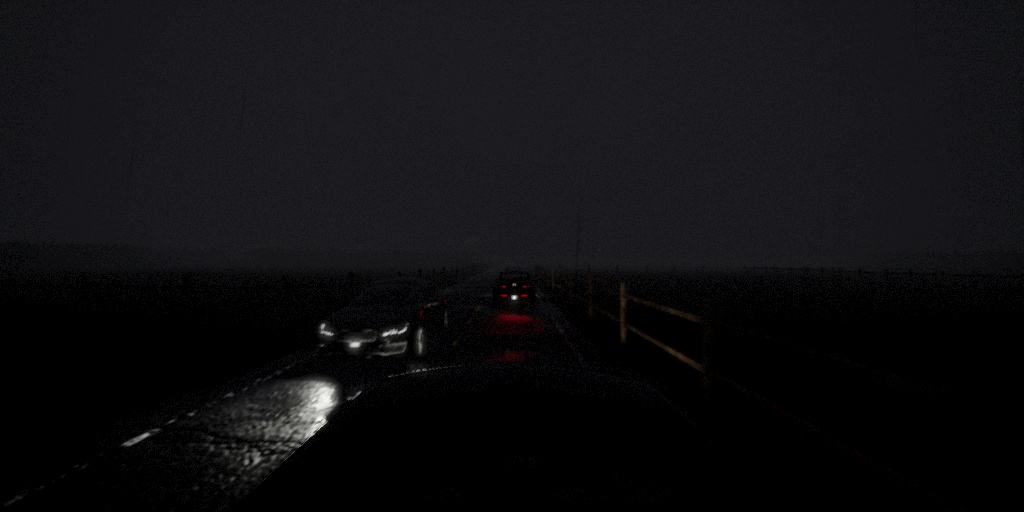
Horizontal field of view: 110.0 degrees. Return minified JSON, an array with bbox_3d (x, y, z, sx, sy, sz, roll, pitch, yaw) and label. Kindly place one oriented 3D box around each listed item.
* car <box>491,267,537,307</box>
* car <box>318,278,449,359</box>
[{"bbox_3d":[0.101,1.415,16.632,1.837,1.490,4.892,0,-1,0],"label":"car"},{"bbox_3d":[-2.748,1.331,8.710,1.837,1.490,4.892,0,-1,0],"label":"car"}]
